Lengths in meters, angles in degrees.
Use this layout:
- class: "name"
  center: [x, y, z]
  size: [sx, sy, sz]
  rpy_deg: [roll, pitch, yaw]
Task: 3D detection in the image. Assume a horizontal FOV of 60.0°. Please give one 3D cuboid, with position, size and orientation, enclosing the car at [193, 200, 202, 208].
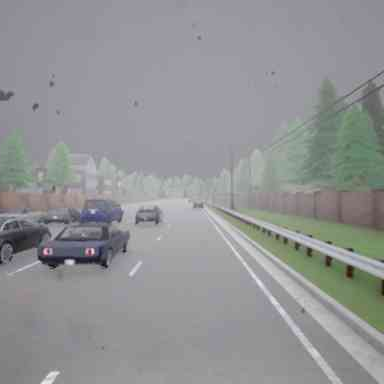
- class: "car"
  center: [1.067, 2.358, 67.722]
  size: [1.837, 1.490, 4.892]
  rpy_deg: [0, -1, 0]

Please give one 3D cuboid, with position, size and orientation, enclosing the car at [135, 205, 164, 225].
- class: "car"
  center: [-3.451, 1.837, 27.318]
  size: [2.128, 1.511, 4.902]
  rpy_deg: [0, -1, 1]

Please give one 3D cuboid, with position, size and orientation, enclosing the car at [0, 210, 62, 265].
- class: "car"
  center: [-6.955, 1.649, 12.323]
  size: [2.128, 1.511, 4.902]
  rpy_deg: [0, -1, 1]

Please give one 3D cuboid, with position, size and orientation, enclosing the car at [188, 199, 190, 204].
- class: "car"
  center: [0.025, 2.542, 93.403]
  size: [1.994, 1.385, 4.181]
  rpy_deg: [0, -1, 0]

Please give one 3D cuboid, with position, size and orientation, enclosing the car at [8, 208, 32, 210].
- class: "car"
  center: [-13.615, 1.939, 26.701]
  size: [1.895, 1.301, 4.718]
  rpy_deg: [0, -1, -2]

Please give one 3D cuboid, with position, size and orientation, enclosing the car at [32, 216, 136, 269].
- class: "car"
  center: [-3.462, 1.750, 11.711]
  size: [1.895, 1.301, 4.718]
  rpy_deg: [0, -1, 1]

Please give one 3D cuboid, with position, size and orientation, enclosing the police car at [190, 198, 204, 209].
- class: "police car"
  center: [1.065, 2.153, 57.833]
  size: [1.930, 1.638, 5.238]
  rpy_deg: [0, -1, 0]

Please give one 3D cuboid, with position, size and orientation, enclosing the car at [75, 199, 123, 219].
- class: "car"
  center: [-6.964, 1.554, 26.171]
  size: [2.150, 2.045, 5.566]
  rpy_deg: [0, 0, 1]

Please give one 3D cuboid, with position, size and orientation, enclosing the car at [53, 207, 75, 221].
- class: "car"
  center: [-10.449, 1.912, 27.451]
  size: [1.994, 1.385, 4.181]
  rpy_deg: [0, -1, 1]
